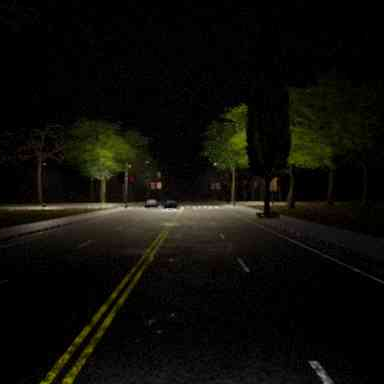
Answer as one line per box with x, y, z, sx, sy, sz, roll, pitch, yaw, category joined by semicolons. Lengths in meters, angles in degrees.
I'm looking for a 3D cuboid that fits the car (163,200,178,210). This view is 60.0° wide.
-3.244;1.983;50.702;1.994;1.385;4.181;0;-1;1;car

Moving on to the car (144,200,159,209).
-6.460;1.995;53.852;2.033;1.411;5.357;0;-1;1;car
